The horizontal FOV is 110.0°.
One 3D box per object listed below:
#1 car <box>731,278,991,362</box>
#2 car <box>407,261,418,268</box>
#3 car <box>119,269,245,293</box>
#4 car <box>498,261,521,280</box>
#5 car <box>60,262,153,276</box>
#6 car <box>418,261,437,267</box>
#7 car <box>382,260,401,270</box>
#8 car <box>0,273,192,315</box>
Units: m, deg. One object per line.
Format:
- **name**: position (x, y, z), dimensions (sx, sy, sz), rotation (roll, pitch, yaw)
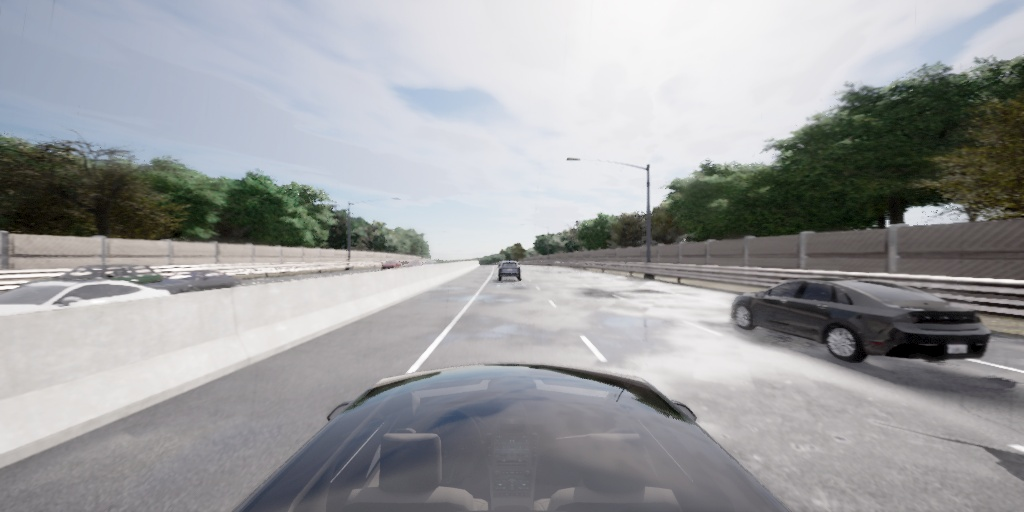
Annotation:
- **car**: position (7.113, 1.244, 8.159), dimensions (1.837, 1.490, 4.892), rotation (0, 0, 0)
- **car**: position (-15.226, 1.471, 56.616), dimensions (1.812, 1.442, 4.674), rotation (0, 0, -2)
- **car**: position (-14.160, 1.349, 15.990), dimensions (1.994, 1.385, 4.181), rotation (0, 0, 0)
- **car**: position (-0.231, 1.217, 31.720), dimensions (2.033, 1.649, 4.856), rotation (0, -1, -1)
- **car**: position (-17.656, 1.142, 15.325), dimensions (2.097, 1.767, 4.553), rotation (0, 0, 0)
- **car**: position (-11.486, 1.430, 50.768), dimensions (1.812, 1.442, 4.674), rotation (0, 0, -2)
- **car**: position (-18.696, 1.423, 55.811), dimensions (1.882, 1.535, 5.008), rotation (0, 0, -2)
- **car**: position (-10.611, 1.301, 8.454), dimensions (1.812, 1.442, 4.674), rotation (0, 0, 0)
